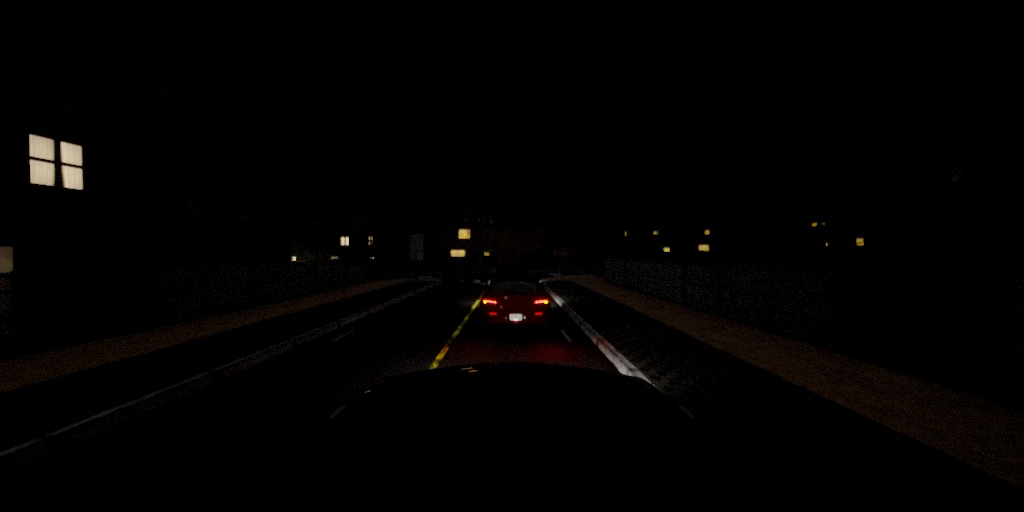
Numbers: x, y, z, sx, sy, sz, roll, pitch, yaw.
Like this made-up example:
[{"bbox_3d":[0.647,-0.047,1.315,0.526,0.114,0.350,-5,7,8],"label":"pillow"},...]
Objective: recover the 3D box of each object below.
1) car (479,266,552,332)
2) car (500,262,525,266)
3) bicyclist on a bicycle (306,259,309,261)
[{"bbox_3d":[0.080,1.190,10.375,1.812,1.442,4.674,0,1,0],"label":"car"},{"bbox_3d":[0.008,1.083,19.653,1.837,1.490,4.892,0,0,-2],"label":"car"},{"bbox_3d":[-20.251,1.095,35.684,0.582,1.620,1.656,-1,2,0],"label":"bicyclist on a bicycle"}]
